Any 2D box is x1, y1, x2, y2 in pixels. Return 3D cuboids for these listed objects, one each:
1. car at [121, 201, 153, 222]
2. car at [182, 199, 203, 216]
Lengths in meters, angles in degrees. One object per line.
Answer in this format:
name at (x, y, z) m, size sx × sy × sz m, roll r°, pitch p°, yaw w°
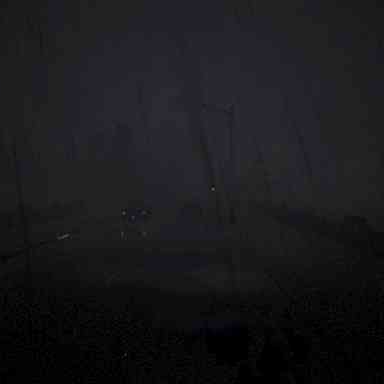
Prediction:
car at (-4.003, 1.404, 24.917) m, size 1.812 × 1.442 × 4.674 m, roll 0°, pitch 0°, yaw 0°
car at (0.041, 1.334, 30.440) m, size 1.812 × 1.442 × 4.674 m, roll 0°, pitch 1°, yaw 1°
